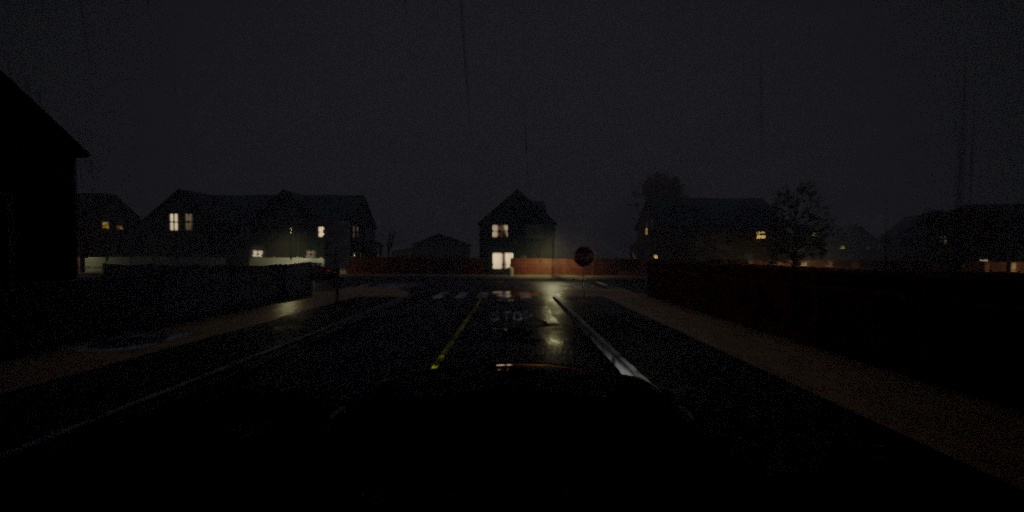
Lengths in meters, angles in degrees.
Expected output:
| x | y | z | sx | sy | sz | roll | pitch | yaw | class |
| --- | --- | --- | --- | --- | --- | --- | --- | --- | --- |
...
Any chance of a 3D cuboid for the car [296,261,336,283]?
| x | y | z | sx | sy | sz | roll | pitch | yaw | class |
| --- | --- | --- | --- | --- | --- | --- | --- | --- | --- |
| -14.257 | 1.071 | 24.763 | 4.181 | 1.385 | 1.994 | 0 | 1 | -1 | car |
